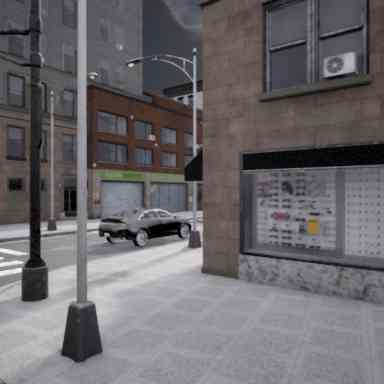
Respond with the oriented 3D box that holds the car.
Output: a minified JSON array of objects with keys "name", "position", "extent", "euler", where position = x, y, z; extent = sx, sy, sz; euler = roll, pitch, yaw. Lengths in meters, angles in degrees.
[{"name":"car","position":[-1.920,1.454,14.979],"extent":[2.128,1.511,4.902],"euler":[0,0,35]}]
